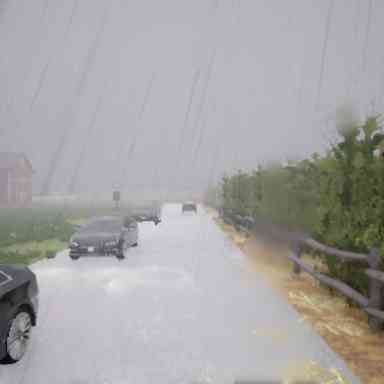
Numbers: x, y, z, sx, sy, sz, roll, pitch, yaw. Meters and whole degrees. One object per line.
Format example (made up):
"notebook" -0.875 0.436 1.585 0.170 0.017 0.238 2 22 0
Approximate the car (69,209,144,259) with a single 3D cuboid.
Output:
"car" -3.277 1.626 13.154 1.837 1.490 4.892 0 0 0

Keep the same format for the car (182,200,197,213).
"car" -0.328 1.852 43.633 1.882 1.535 5.008 0 0 0

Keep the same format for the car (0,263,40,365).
"car" -3.204 1.527 3.103 2.128 1.511 4.902 0 0 0

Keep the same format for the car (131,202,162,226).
"car" -3.283 1.524 24.544 1.837 1.490 4.892 0 0 0
